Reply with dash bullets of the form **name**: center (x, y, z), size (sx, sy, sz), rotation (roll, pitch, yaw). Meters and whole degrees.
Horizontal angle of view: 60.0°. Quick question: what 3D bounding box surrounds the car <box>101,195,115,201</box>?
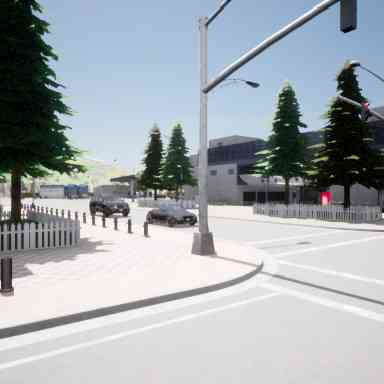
- **car**: center (-20.958, 1.399, 82.757), size (1.970, 1.475, 3.806), rotation (0, 0, -37)

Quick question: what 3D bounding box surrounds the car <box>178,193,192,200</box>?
- **car**: center (-1.834, 1.092, 88.044), size (1.905, 1.878, 3.866), rotation (0, 0, -37)

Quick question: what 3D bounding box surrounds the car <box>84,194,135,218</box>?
- **car**: center (-7.885, 1.237, 31.366), size (2.150, 2.045, 5.566), rotation (0, 0, -37)

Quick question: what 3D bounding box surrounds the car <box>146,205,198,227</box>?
- **car**: center (-1.448, 1.579, 22.846), size (1.994, 1.385, 4.181), rotation (0, 0, -37)

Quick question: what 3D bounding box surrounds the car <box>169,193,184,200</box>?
- **car**: center (-3.922, 1.113, 85.982), size (1.932, 1.855, 4.605), rotation (0, 0, -37)

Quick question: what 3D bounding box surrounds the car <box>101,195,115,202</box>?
- **car**: center (-18.931, 1.389, 75.022), size (1.845, 1.501, 3.633), rotation (0, 0, -37)
